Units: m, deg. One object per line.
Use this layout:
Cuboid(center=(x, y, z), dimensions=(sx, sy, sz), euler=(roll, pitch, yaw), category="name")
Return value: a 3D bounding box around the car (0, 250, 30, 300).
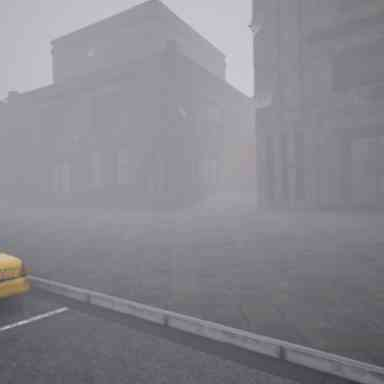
Cuboid(center=(-5.646, 1.473, 7.182), dimensions=(5.366, 1.575, 1.946), euler=(0, 0, 34), category="car")
